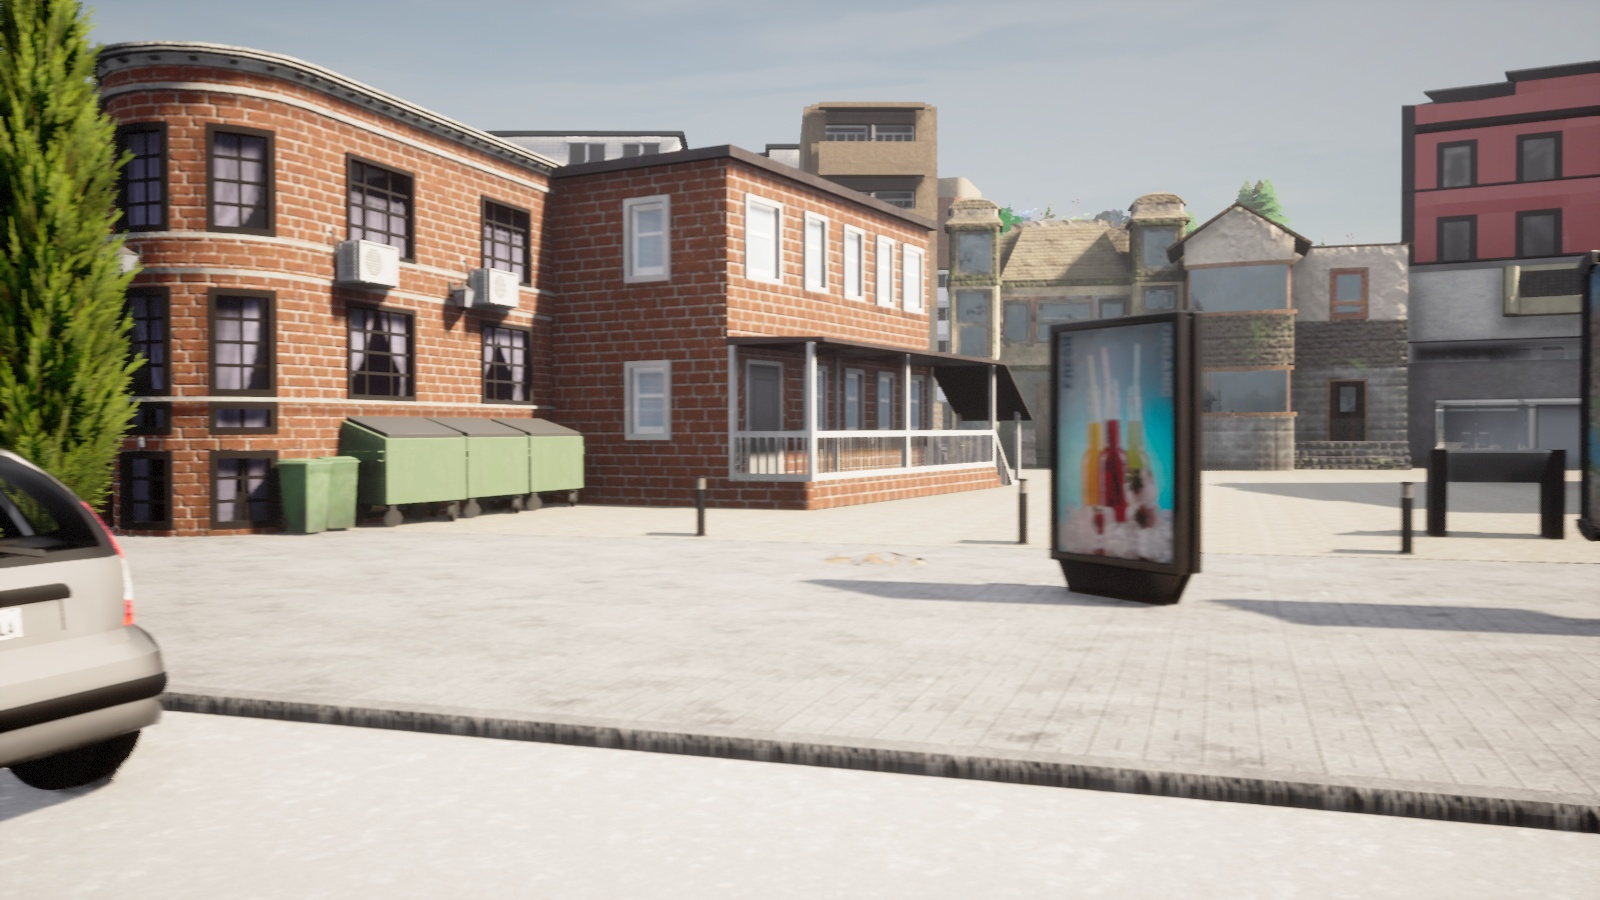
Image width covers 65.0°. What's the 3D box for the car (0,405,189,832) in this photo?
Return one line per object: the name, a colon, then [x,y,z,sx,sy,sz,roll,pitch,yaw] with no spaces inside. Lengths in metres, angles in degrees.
car: [-4.917,0.620,5.371,3.988,1.617,1.851,1,1,19]
